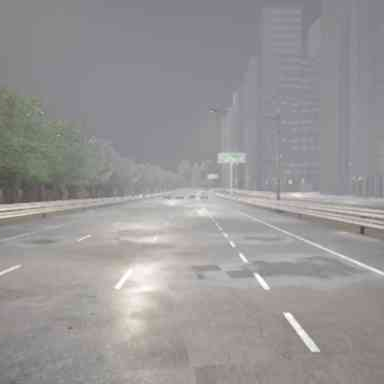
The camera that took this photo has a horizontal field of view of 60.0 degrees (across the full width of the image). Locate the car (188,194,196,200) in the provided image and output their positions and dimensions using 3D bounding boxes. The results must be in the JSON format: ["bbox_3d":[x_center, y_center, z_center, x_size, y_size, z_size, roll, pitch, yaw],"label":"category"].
[{"bbox_3d":[0.024,1.295,91.328,1.837,1.490,4.892,0,0,0],"label":"car"}]

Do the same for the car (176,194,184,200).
[{"bbox_3d":[-3.473,1.387,91.764,1.895,1.301,4.718,0,0,0],"label":"car"}]

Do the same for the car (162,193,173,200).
[{"bbox_3d":[-6.972,1.317,91.757,1.812,1.442,4.674,0,0,0],"label":"car"}]

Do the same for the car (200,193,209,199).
[{"bbox_3d":[3.526,1.344,91.655,1.994,1.385,4.181,0,0,0],"label":"car"}]
